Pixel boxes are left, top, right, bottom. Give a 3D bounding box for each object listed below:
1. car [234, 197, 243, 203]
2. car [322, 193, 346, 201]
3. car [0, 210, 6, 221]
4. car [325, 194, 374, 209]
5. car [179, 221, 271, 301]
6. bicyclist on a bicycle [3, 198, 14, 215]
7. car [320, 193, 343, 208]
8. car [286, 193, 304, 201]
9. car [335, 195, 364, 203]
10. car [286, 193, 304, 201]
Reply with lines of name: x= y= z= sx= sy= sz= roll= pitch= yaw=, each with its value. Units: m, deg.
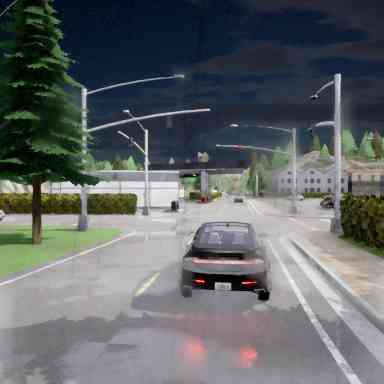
car: x=9.478 y=1.601 z=67.403 sx=1.895 sy=1.301 sz=4.718 roll=0 pitch=0 yaw=8
car: x=31.809 y=1.097 z=74.528 sx=4.605 sy=1.855 sz=1.932 roll=0 pitch=0 yaw=8
car: x=-16.566 y=1.526 z=25.214 sx=4.674 sy=1.442 sz=1.812 roll=0 pitch=0 yaw=8
car: x=18.312 y=1.339 z=38.623 sx=4.514 sy=1.523 sz=2.007 roll=0 pitch=0 yaw=8
car: x=0.890 y=1.492 z=8.417 sx=2.128 sy=1.511 sz=4.902 roll=0 pitch=0 yaw=8
bicyclist on a bicycle: x=-17.942 y=1.453 z=32.551 sx=0.582 sy=1.620 sz=1.656 roll=0 pitch=0 yaw=7
car: x=18.696 y=1.330 z=41.736 sx=5.027 sy=1.636 sz=2.152 roll=0 pitch=0 yaw=8
car: x=23.406 y=1.361 z=75.668 sx=3.806 sy=1.475 sz=1.970 roll=0 pitch=0 yaw=8
car: x=29.373 y=1.298 z=62.291 sx=4.514 sy=1.523 sz=2.007 roll=0 pitch=0 yaw=8
car: x=24.474 y=1.077 z=78.876 sx=3.866 sy=1.878 sz=1.905 roll=0 pitch=0 yaw=8
